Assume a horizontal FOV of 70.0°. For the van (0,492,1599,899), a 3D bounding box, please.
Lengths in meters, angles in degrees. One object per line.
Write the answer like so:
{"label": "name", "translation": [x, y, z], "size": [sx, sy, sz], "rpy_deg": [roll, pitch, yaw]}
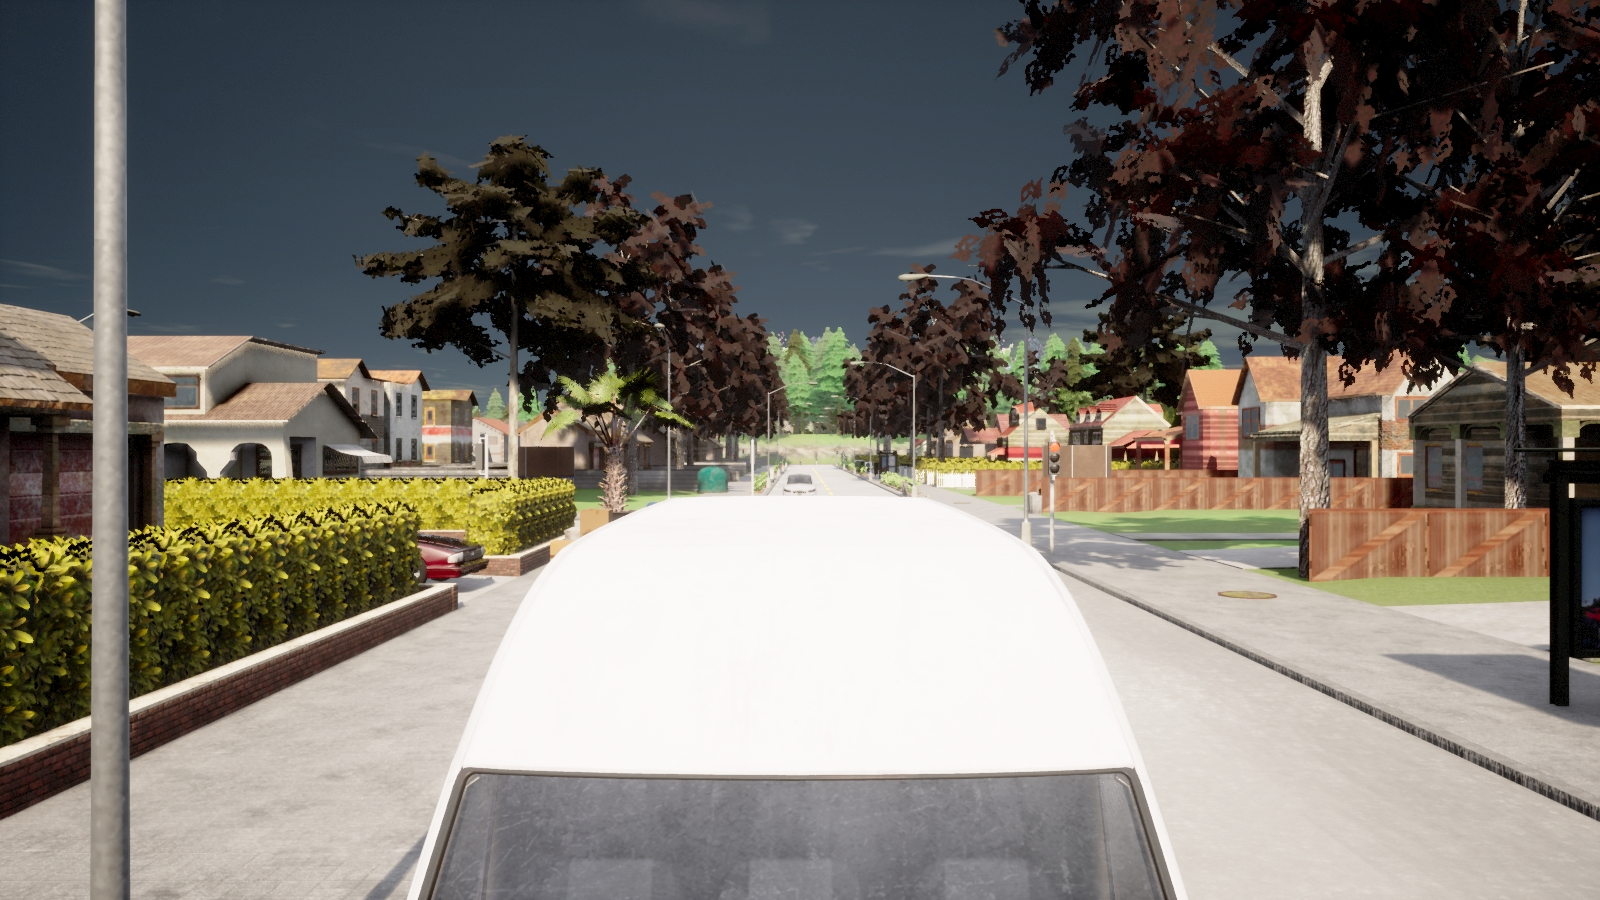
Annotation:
{"label": "van", "translation": [0.002, 1.537, 4.030], "size": [1.988, 2.561, 5.915], "rpy_deg": [0, 0, 0]}

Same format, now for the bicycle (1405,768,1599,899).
{"label": "bicycle", "translation": [2.687, 2.062, 3.843], "size": [0.329, 1.471, 1.835], "rpy_deg": [0, 0, 0]}

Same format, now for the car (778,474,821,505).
{"label": "car", "translation": [-0.017, 2.086, 61.342], "size": [2.231, 1.480, 4.892], "rpy_deg": [0, 0, 0]}
